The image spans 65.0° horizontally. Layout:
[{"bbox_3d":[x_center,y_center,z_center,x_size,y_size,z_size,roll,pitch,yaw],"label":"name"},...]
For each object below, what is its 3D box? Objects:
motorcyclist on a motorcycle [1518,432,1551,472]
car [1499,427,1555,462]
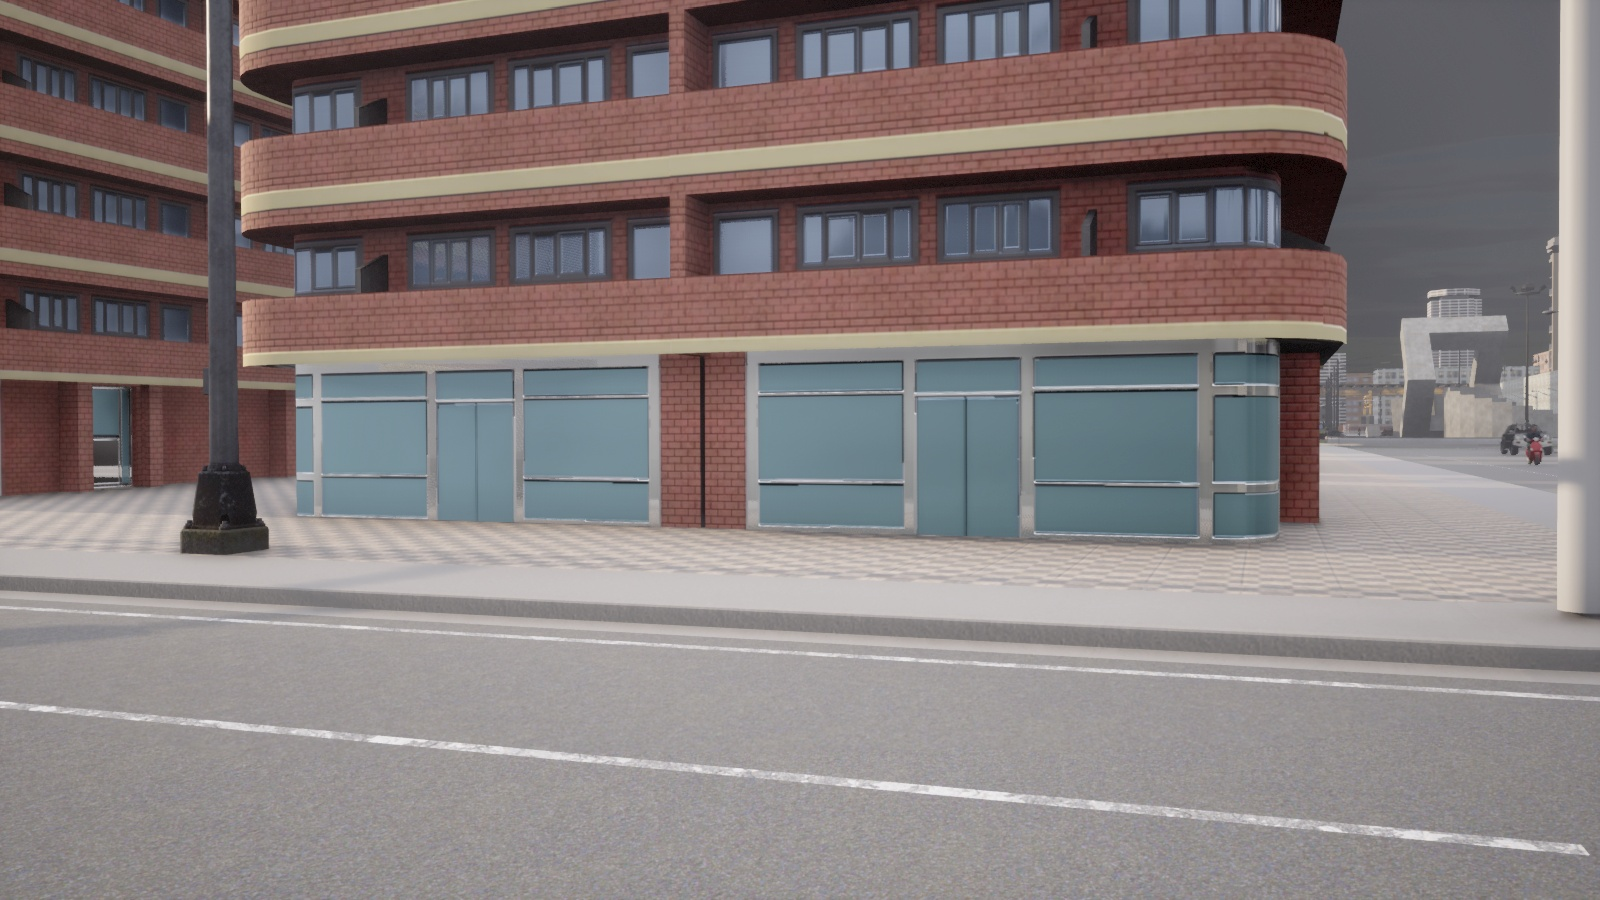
[{"bbox_3d":[30.200,0.066,51.661,0.866,1.590,1.817,1,1,20],"label":"motorcyclist on a motorcycle"},{"bbox_3d":[40.789,-0.333,70.532,1.932,1.855,4.605,1,1,20],"label":"car"}]
